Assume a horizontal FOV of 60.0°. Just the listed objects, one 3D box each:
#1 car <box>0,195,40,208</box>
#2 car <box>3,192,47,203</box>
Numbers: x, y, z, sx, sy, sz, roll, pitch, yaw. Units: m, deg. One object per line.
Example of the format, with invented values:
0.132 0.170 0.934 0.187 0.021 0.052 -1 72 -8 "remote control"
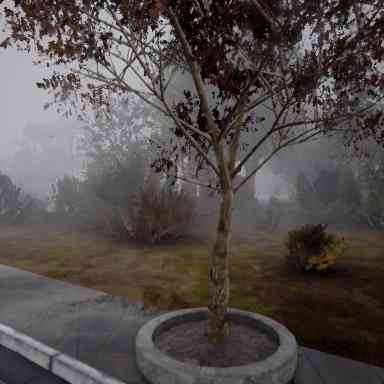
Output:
-22.570 1.174 43.292 1.837 1.490 4.892 1 0 32 "car"
-16.783 0.987 32.431 2.150 2.045 5.566 1 0 32 "car"
